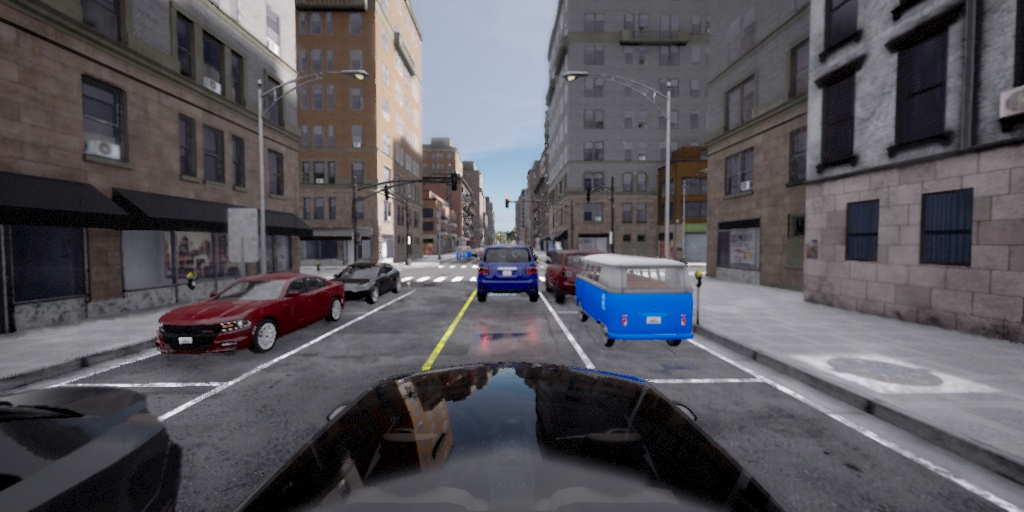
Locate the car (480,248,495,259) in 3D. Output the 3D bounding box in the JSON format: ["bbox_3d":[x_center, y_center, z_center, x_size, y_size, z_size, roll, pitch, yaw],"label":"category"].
[{"bbox_3d":[-3.633,-0.438,53.690,1.837,1.490,4.892,0,2,0],"label":"car"}]

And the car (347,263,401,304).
[{"bbox_3d":[-5.569,0.933,13.746,1.948,1.339,4.313,0,0,-1],"label":"car"}]

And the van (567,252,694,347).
[{"bbox_3d":[2.543,0.870,8.366,1.690,1.789,3.998,0,0,-1],"label":"van"}]

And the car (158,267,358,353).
[{"bbox_3d":[-5.481,1.092,8.239,1.888,1.381,4.507,0,0,-1],"label":"car"}]

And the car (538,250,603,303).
[{"bbox_3d":[2.455,0.664,13.874,2.192,1.841,5.009,0,0,-1],"label":"car"}]

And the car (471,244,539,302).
[{"bbox_3d":[-0.133,0.561,14.310,2.150,2.045,5.566,0,2,1],"label":"car"}]

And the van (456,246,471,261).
[{"bbox_3d":[-6.100,-0.336,45.688,1.690,1.789,3.998,0,0,-1],"label":"van"}]
